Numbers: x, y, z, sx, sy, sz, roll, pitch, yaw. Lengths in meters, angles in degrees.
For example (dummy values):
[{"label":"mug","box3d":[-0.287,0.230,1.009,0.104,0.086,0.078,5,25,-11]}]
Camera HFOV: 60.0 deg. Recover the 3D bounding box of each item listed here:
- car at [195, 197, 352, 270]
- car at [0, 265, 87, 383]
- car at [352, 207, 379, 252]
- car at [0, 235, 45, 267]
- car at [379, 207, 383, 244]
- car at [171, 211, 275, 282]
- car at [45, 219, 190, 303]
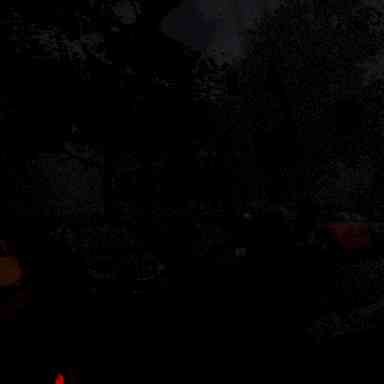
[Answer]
[{"label":"car","box3d":[2.135,1.220,11.548,2.435,2.045,5.566,0,0,-36]},{"label":"car","box3d":[-2.931,1.565,1.901,4.181,1.385,1.994,0,0,-35]},{"label":"car","box3d":[4.404,1.341,13.162,2.185,1.767,4.553,0,0,-35]},{"label":"car","box3d":[-4.687,1.480,6.723,2.097,1.535,5.008,0,0,-35]},{"label":"car","box3d":[6.651,1.502,14.807,2.002,1.452,4.674,0,0,-36]},{"label":"car","box3d":[-0.167,1.504,9.975,2.163,1.488,4.792,0,0,-35]},{"label":"car","box3d":[-2.420,1.478,8.342,2.231,1.521,4.892,0,0,-36]}]
